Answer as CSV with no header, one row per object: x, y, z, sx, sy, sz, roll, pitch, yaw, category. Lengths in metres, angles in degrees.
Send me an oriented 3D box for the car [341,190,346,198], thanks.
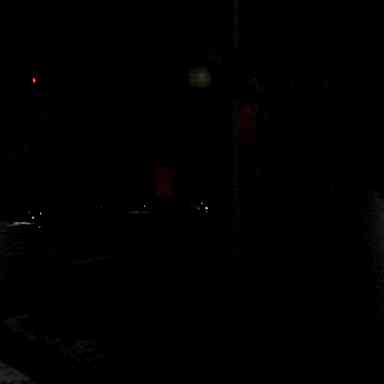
28.278,0.378,59.977,1.837,1.490,4.892,0,1,34,car

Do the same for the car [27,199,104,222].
-8.935,1.249,24.030,2.033,1.411,5.357,0,1,35,car

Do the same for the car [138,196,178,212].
-3.227,1.090,32.197,1.994,1.385,4.181,0,1,35,car

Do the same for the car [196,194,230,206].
2.720,0.896,40.711,2.033,1.411,5.357,0,1,36,car

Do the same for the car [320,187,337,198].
25.027,0.106,61.006,2.150,2.045,5.566,0,1,35,car

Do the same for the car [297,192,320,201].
17.141,0.667,49.691,1.994,1.385,4.181,0,1,35,car
